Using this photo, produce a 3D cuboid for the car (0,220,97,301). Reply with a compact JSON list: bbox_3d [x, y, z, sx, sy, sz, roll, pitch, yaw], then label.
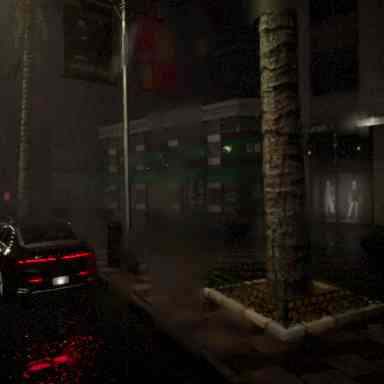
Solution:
[{"bbox_3d":[-3.925,1.468,8.439,1.837,1.490,4.892,-1,1,-35],"label":"car"}]
